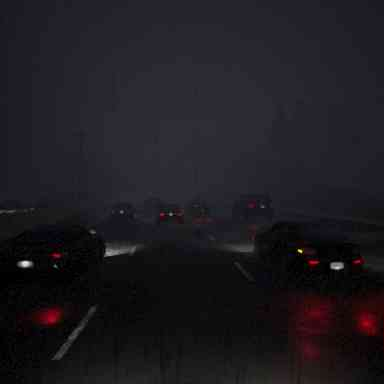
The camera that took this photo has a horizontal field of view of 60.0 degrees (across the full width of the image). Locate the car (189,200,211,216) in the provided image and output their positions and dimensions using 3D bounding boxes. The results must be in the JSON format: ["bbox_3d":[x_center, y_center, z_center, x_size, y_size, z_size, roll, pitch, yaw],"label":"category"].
[{"bbox_3d":[0.530,1.491,32.484,2.128,1.511,4.902,0,0,-10],"label":"car"}]

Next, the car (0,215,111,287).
[{"bbox_3d":[-3.789,1.570,9.378,1.994,1.385,4.181,0,0,-3],"label":"car"}]

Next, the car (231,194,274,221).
[{"bbox_3d":[4.900,1.214,27.598,2.150,2.045,5.566,0,0,-8],"label":"car"}]

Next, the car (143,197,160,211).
[{"bbox_3d":[-4.919,1.359,41.575,2.097,1.767,4.553,0,0,-13],"label":"car"}]

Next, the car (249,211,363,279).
[{"bbox_3d":[3.200,1.521,9.903,1.812,1.442,4.674,0,0,-3],"label":"car"}]

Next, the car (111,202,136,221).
[{"bbox_3d":[-5.687,1.556,27.516,2.033,1.411,5.357,0,0,-9],"label":"car"}]

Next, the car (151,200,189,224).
[{"bbox_3d":[-1.767,1.551,24.840,2.033,1.411,5.357,0,0,-8],"label":"car"}]
